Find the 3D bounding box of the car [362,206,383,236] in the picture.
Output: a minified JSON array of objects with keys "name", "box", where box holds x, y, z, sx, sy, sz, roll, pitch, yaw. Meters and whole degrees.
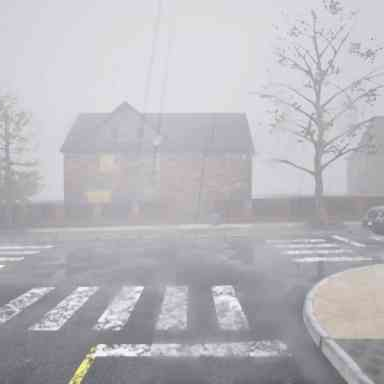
[{"name":"car","box":[10.237,0.905,13.971,5.566,2.045,2.150,-1,1,0]}]
